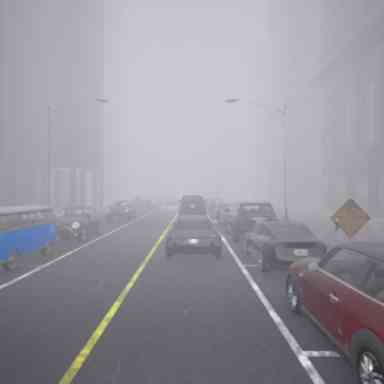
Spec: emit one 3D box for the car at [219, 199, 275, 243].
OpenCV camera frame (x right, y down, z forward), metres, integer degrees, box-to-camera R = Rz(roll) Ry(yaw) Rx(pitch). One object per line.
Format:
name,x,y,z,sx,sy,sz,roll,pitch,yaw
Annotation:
car,2.762,1.318,16.158,2.192,1.841,5.009,0,0,0

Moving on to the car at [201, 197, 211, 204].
car,2.770,1.605,66.884,1.802,1.307,4.206,0,0,0

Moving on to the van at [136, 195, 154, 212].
van,-5.760,1.349,38.697,1.690,1.788,3.998,0,0,0

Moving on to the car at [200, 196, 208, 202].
car,2.771,1.612,78.157,1.802,1.307,4.206,0,0,0

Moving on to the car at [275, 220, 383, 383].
car,2.760,1.441,4.885,1.967,1.590,4.097,0,0,0

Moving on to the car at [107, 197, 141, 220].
car,-5.761,1.445,27.424,1.967,1.590,4.097,0,0,0

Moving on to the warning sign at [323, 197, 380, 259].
warning sign,5.072,1.117,10.679,1.300,1.860,1.060,0,0,0

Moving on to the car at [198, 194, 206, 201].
car,2.772,1.481,89.430,1.967,1.590,4.097,0,0,0

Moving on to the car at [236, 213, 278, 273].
car,2.762,1.568,10.521,1.947,1.339,4.313,0,0,0

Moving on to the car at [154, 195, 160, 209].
car,-5.759,1.535,44.163,1.752,1.417,4.829,0,0,0

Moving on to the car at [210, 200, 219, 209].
car,2.764,1.571,27.431,1.947,1.339,4.313,0,0,0

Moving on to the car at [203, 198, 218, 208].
car,2.767,1.578,49.975,1.947,1.339,4.313,0,0,0

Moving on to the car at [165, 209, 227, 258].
car,0.066,1.565,12.777,1.994,1.385,4.181,0,0,0

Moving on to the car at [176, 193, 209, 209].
car,0.069,1.229,27.974,2.150,2.045,5.566,0,0,0

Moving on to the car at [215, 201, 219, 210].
car,2.763,1.549,21.794,1.887,1.381,4.507,0,0,0

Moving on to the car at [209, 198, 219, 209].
car,2.765,1.448,38.702,1.967,1.590,4.097,0,0,0

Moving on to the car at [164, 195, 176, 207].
car,-3.068,1.577,51.994,1.994,1.385,4.181,0,0,0

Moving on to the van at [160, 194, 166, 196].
van,-5.758,1.357,55.606,1.690,1.788,3.998,0,0,0

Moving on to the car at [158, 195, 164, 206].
car,-5.758,1.563,49.969,2.008,1.369,4.403,0,0,0

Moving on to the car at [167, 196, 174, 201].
car,-5.752,1.623,89.427,1.802,1.307,4.206,0,0,0

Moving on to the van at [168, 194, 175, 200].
van,-5.752,1.388,95.063,1.690,1.788,3.998,0,0,0

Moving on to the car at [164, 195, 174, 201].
car,-5.753,1.586,83.789,2.008,1.369,4.403,0,0,0

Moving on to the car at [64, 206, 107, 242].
car,-5.763,1.443,16.150,1.967,1.590,4.097,0,0,0

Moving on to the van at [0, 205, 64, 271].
van,-5.764,1.343,10.513,1.690,1.788,3.998,0,0,0
